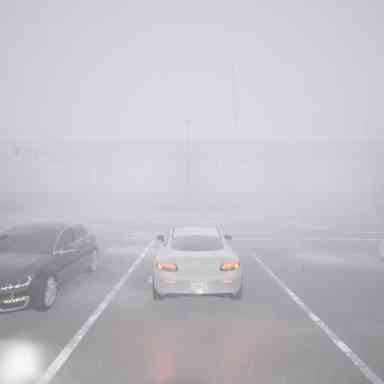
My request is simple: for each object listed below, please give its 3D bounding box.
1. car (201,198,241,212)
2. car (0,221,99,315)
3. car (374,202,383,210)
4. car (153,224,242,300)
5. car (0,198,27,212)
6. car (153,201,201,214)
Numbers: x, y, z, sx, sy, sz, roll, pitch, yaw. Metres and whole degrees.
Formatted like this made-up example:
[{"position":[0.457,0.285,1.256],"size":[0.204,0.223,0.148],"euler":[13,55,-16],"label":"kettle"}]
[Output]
[{"position":[3.085,1.466,38.459],"size":[5.008,1.535,1.882],"euler":[0,0,2],"label":"car"},{"position":[-3.592,1.504,7.806],"size":[1.837,1.490,4.892],"euler":[0,0,0],"label":"car"},{"position":[23.289,1.397,37.918],"size":[4.674,1.442,1.812],"euler":[-1,0,2],"label":"car"},{"position":[0.071,1.527,8.277],"size":[1.812,1.442,4.674],"euler":[0,0,-1],"label":"car"},{"position":[-22.052,1.491,39.133],"size":[4.902,1.511,2.128],"euler":[0,0,2],"label":"car"},{"position":[-1.704,1.595,35.087],"size":[4.718,1.301,1.895],"euler":[0,0,2],"label":"car"}]
